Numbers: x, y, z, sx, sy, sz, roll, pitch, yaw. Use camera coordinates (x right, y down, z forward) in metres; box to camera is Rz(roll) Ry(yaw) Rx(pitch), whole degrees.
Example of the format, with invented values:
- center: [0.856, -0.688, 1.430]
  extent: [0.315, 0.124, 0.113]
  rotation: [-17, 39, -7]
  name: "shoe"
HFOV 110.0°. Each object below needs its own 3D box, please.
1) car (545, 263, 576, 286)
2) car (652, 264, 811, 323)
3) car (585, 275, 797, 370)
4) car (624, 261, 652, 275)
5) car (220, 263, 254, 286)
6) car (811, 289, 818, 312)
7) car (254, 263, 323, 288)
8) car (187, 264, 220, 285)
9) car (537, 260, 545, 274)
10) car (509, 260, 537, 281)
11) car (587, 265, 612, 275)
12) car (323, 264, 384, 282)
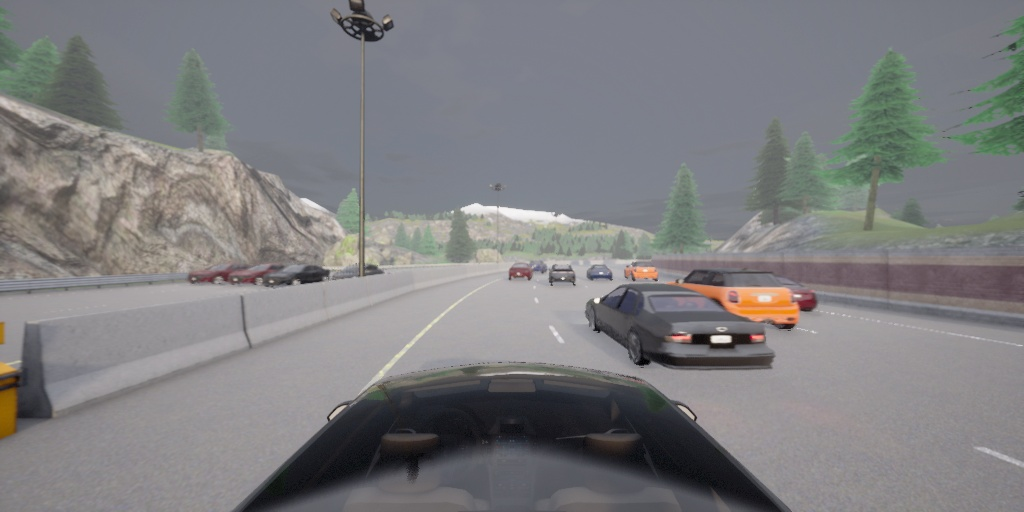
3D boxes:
- center: [3.740, 1.355, 27.000]
  extent: [2.128, 1.511, 4.902]
  rotation: [0, 0, 6]
  name: "car"
- center: [6.568, 1.161, 11.513]
  extent: [2.097, 1.767, 4.553]
  rotation: [0, 0, -1]
  name: "car"
- center: [3.104, 1.332, 7.993]
  extent: [2.033, 1.411, 5.357]
  rotation: [0, 0, -2]
  name: "car"
- center: [11.390, 1.261, 31.916]
  extent: [2.097, 1.767, 4.553]
  rotation: [0, 0, 8]
  name: "car"
- center: [-17.650, 1.270, 25.666]
  extent: [1.882, 1.535, 5.008]
  rotation: [0, 0, 5]
  name: "car"
- center: [10.056, 1.398, 14.690]
  extent: [1.994, 1.385, 4.181]
  rotation: [0, 0, 0]
  name: "car"
- center: [-14.263, 1.274, 24.035]
  extent: [1.882, 1.535, 5.008]
  rotation: [0, 0, 4]
  name: "car"
- center: [-21.087, 1.263, 26.504]
  extent: [1.882, 1.535, 5.008]
  rotation: [0, 0, 5]
  name: "car"
- center: [3.211, 1.288, 45.110]
  extent: [2.097, 1.767, 4.553]
  rotation: [0, 0, 13]
  name: "car"
- center: [0.899, 1.356, 32.560]
  extent: [1.882, 1.535, 5.008]
  rotation: [0, 0, 8]
  name: "car"
- center: [7.991, 1.465, 32.874]
  extent: [1.994, 1.385, 4.181]
  rotation: [0, 0, 8]
  name: "car"
- center: [-10.675, 1.317, 25.082]
  extent: [1.837, 1.490, 4.892]
  rotation: [0, 0, 5]
  name: "car"
